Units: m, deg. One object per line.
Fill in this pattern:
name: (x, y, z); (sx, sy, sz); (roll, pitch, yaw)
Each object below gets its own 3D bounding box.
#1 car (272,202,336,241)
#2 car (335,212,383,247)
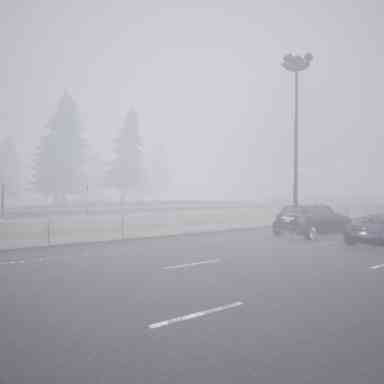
car: (6.214, 1.367, 16.900); (4.553, 1.767, 2.097); (0, 0, -35)
car: (8.270, 1.573, 14.067); (4.181, 1.385, 1.994); (0, 0, -35)
